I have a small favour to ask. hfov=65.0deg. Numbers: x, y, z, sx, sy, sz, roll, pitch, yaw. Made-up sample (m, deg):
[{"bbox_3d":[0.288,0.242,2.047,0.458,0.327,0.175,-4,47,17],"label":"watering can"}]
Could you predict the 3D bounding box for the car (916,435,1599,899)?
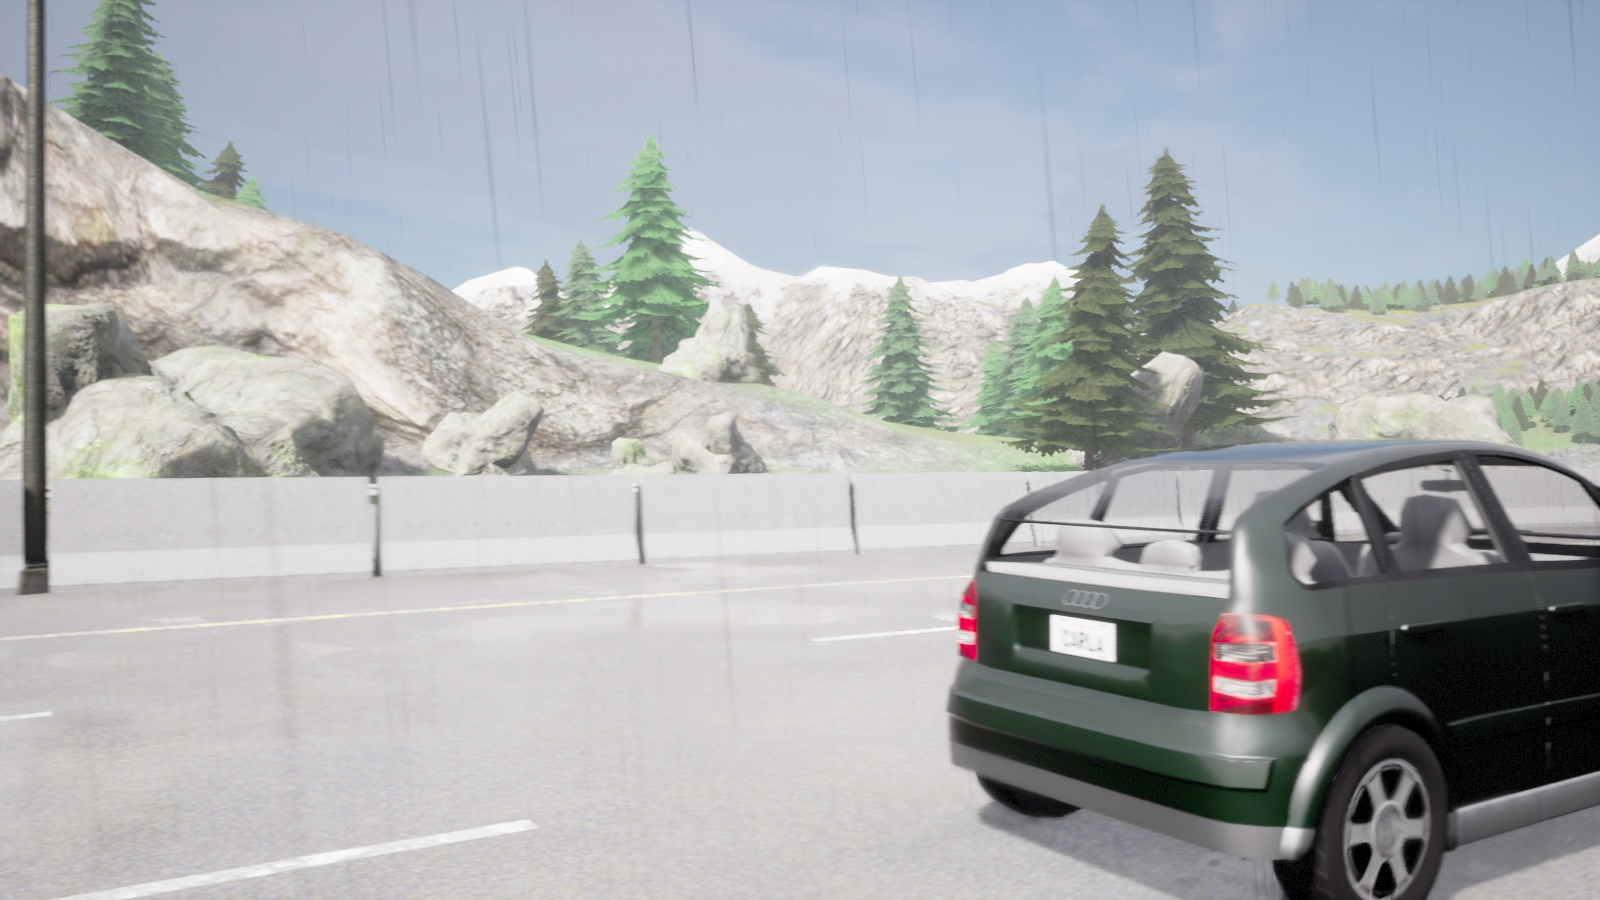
[{"bbox_3d":[2.516,0.731,5.255,3.705,1.549,1.789,0,0,-32],"label":"car"}]
